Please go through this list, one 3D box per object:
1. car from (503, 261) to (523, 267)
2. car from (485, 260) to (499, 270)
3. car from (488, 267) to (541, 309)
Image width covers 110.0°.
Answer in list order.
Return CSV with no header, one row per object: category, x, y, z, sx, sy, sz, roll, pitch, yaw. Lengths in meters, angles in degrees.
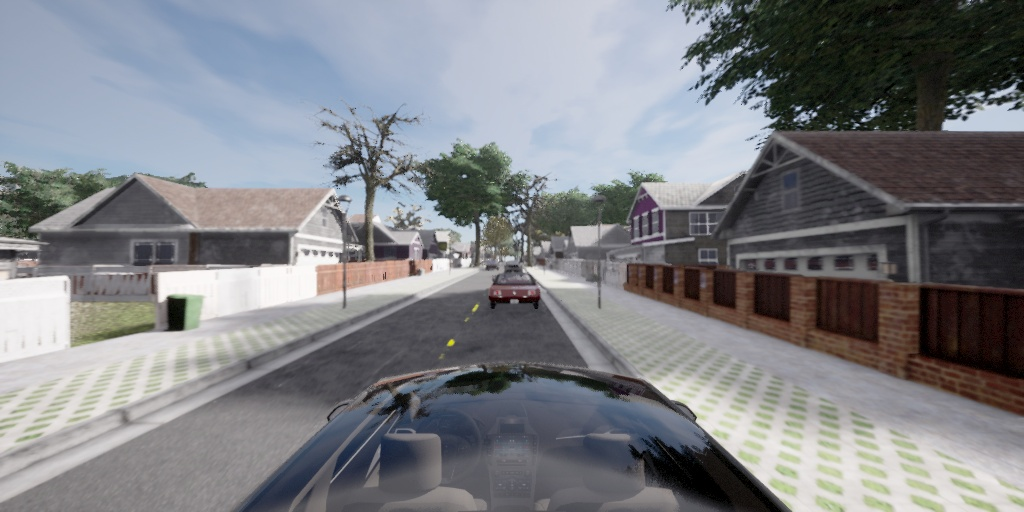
car,0.096,1.214,36.188,1.837,1.490,4.892,0,0,0
car,-2.753,1.289,50.795,2.033,1.411,5.357,0,0,0
car,0.095,1.311,14.778,1.895,1.301,4.718,0,0,0
